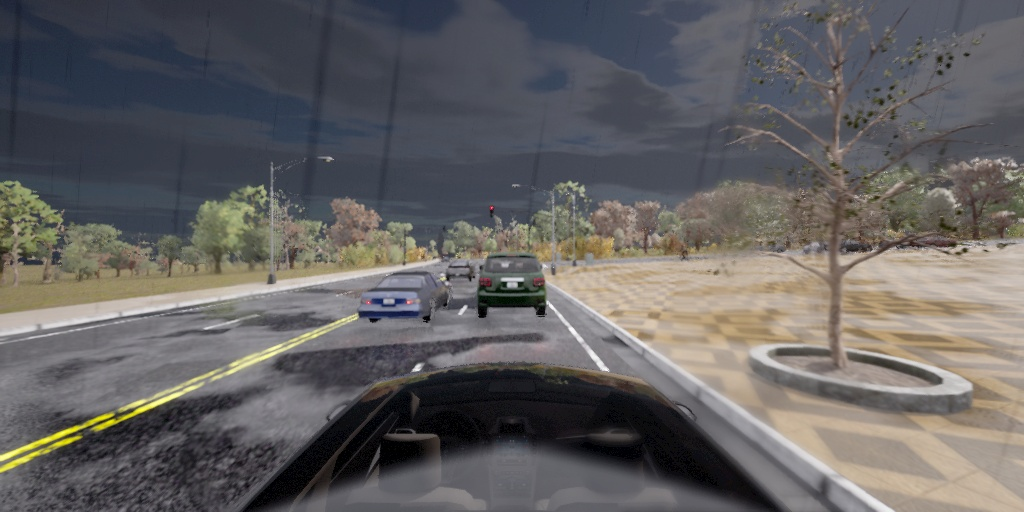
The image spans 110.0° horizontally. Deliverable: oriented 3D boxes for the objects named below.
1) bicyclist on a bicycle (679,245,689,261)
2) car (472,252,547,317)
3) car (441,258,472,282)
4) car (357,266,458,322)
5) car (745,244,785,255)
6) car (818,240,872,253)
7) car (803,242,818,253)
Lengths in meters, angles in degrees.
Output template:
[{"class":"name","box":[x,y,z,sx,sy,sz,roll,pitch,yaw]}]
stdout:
[{"class":"bicyclist on a bicycle","box":[17.285,-0.270,36.122,0.582,1.620,1.656,-2,0,-3]},{"class":"car","box":[-0.037,0.888,12.914,2.150,2.045,5.566,0,1,-1]},{"class":"car","box":[-3.714,1.063,26.725,2.128,1.511,4.902,0,0,-1]},{"class":"car","box":[-3.265,1.220,11.897,2.033,1.411,5.357,0,0,-1]},{"class":"car","box":[34.035,-0.930,48.241,4.902,1.511,2.128,-3,0,-5]},{"class":"car","box":[39.409,-1.132,42.114,5.008,1.535,1.882,-2,0,-5]},{"class":"car","box":[39.408,-1.113,45.376,4.674,1.442,1.812,-2,0,-5]}]
